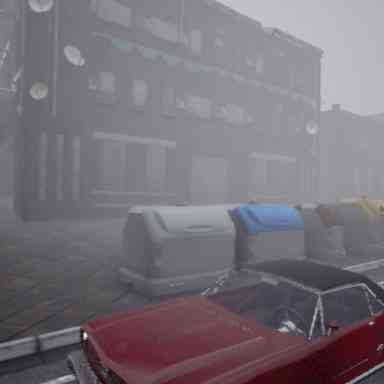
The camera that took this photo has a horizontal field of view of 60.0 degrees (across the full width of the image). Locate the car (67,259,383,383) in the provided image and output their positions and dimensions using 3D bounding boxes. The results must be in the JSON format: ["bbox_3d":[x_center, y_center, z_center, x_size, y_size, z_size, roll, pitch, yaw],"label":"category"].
[{"bbox_3d":[1.050,1.635,4.126,4.718,1.301,1.895,1,0,-36],"label":"car"}]
